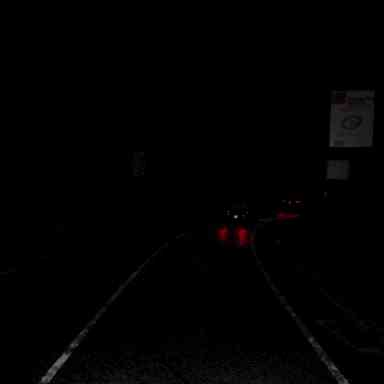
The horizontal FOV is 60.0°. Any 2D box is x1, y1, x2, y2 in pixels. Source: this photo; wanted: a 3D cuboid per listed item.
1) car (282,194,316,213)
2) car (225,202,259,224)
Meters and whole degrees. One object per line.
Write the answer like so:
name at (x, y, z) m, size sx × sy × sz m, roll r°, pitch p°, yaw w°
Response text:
car at (12.661, 1.331, 39.183) m, size 2.150 × 2.045 × 5.566 m, roll 4°, pitch 2°, yaw 40°
car at (3.710, 1.468, 24.266) m, size 1.812 × 1.442 × 4.674 m, roll 2°, pitch 0°, yaw 20°
